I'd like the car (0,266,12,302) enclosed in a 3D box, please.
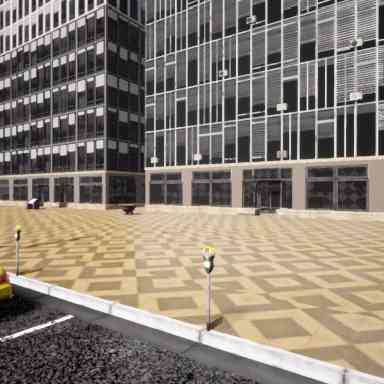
[{"bbox_3d":[-5.565,1.526,6.835,4.829,1.417,1.752,0,0,35],"label":"car"}]
